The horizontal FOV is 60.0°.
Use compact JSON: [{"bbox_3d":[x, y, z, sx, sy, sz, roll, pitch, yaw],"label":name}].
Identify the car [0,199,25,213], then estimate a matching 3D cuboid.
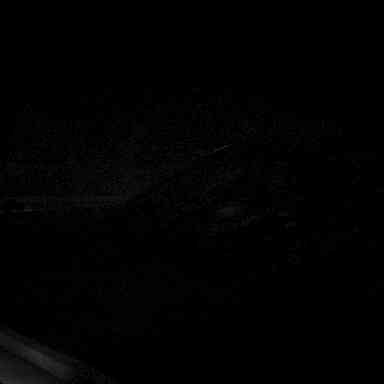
[{"bbox_3d":[-20.639,1.548,37.232,1.812,1.442,4.674,0,0,3],"label":"car"}]
